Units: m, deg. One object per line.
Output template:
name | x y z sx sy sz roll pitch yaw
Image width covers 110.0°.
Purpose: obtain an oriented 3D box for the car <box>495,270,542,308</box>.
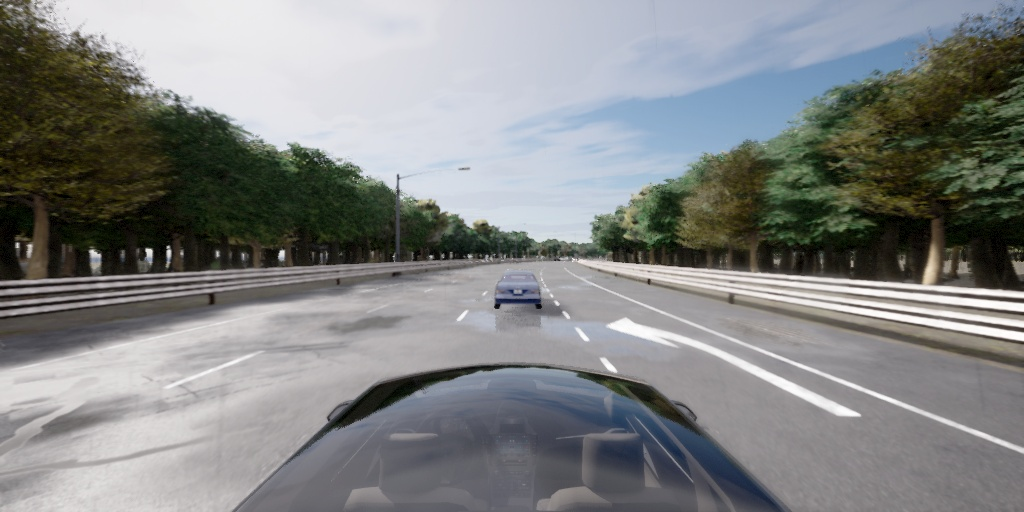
car | 0.274 1.312 15.203 2.033 1.411 5.357 0 0 1
